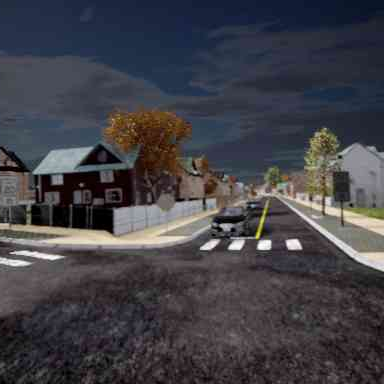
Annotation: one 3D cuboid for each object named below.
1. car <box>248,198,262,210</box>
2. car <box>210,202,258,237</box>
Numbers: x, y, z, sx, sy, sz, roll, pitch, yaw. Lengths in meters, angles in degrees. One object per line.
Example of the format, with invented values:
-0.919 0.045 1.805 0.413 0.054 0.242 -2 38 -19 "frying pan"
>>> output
7.965 1.540 42.696 2.128 1.511 4.902 -3 0 13 "car"
2.281 1.565 18.649 2.128 1.511 4.902 -2 0 14 "car"
